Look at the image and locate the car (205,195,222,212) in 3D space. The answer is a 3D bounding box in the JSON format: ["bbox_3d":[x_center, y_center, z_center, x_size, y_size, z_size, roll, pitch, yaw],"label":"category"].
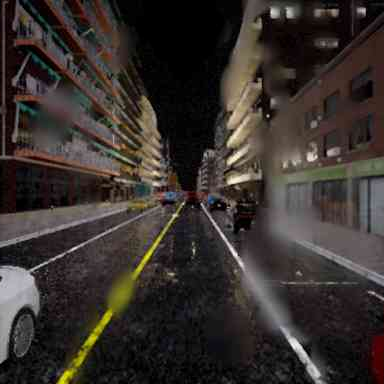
[{"bbox_3d":[2.701,1.354,35.021,1.947,1.339,4.313,0,0,0],"label":"car"}]

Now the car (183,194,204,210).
[{"bbox_3d":[0.061,1.278,37.969,1.837,1.490,4.892,0,1,0],"label":"car"}]

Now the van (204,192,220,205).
[{"bbox_3d":[2.704,1.098,40.682,1.690,1.788,3.998,0,0,0],"label":"van"}]

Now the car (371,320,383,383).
[{"bbox_3d":[2.698,1.307,1.049,2.192,1.841,5.009,0,0,0],"label":"car"}]

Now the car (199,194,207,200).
[{"bbox_3d":[2.708,1.137,80.317,1.802,1.307,4.206,0,0,0],"label":"car"}]

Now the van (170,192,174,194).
[{"bbox_3d":[-5.671,0.922,74.656,1.690,1.788,3.998,0,0,0],"label":"van"}]

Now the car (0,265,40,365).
[{"bbox_3d":[-3.099,1.505,3.070,1.812,1.442,4.674,0,0,0],"label":"car"}]

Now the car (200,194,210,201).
[{"bbox_3d":[2.707,1.152,68.994,1.887,1.381,4.507,0,0,0],"label":"car"}]

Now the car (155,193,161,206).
[{"bbox_3d":[-5.677,1.276,46.347,2.008,1.369,4.403,0,0,0],"label":"car"}]

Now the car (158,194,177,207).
[{"bbox_3d":[-3.072,1.334,44.892,1.895,1.301,4.718,0,0,0],"label":"car"}]

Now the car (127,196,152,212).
[{"bbox_3d":[-5.679,1.315,34.852,1.752,1.417,4.829,0,0,0],"label":"car"}]

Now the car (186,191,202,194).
[{"bbox_3d":[0.008,0.929,49.571,2.150,2.045,5.566,0,0,0],"label":"car"}]

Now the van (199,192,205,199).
[{"bbox_3d":[2.712,0.845,91.641,1.690,1.788,3.998,0,0,0],"label":"van"}]

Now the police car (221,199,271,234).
[{"bbox_3d":[3.002,1.309,18.592,1.930,1.638,5.238,0,0,0],"label":"police car"}]

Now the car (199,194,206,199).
[{"bbox_3d":[2.709,1.112,85.980,1.802,1.307,4.206,0,0,0],"label":"car"}]

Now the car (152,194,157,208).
[{"bbox_3d":[-5.678,1.283,40.515,1.752,1.417,4.829,0,0,0],"label":"car"}]

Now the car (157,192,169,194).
[{"bbox_3d":[-5.673,0.980,57.669,2.192,1.841,5.009,0,0,0],"label":"car"}]
